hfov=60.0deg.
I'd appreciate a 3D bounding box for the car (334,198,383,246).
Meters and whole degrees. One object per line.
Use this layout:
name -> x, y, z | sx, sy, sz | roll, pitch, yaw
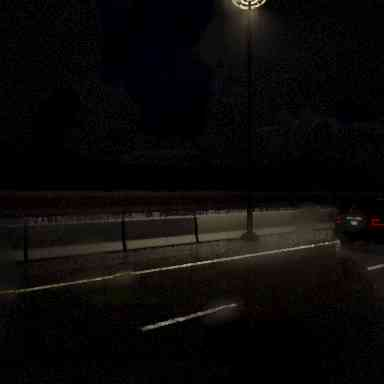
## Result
car -> 8.293, 1.258, 14.084 | 5.566, 2.045, 2.150 | 0, 0, -35
